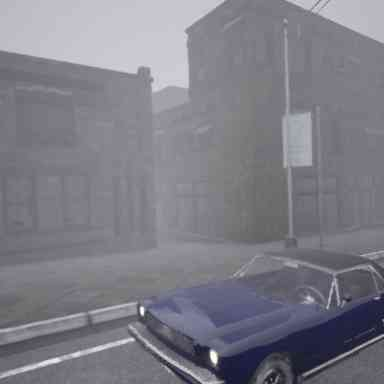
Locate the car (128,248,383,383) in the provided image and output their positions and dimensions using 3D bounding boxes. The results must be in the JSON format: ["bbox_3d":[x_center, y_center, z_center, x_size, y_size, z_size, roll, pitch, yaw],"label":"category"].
[{"bbox_3d":[1.535,1.599,4.873,4.718,1.301,1.895,0,0,-35],"label":"car"}]
